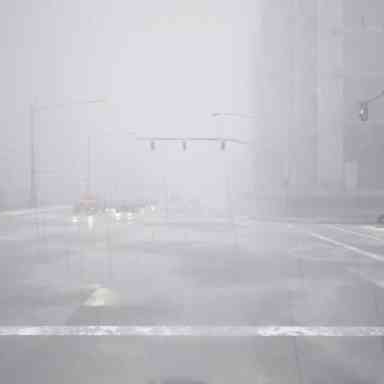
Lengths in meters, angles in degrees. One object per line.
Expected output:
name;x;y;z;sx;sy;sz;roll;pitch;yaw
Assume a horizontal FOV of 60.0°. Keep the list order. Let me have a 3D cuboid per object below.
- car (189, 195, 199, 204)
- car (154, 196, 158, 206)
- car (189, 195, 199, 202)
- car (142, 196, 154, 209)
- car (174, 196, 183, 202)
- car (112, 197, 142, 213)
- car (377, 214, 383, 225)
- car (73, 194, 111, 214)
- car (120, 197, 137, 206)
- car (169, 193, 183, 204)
car;0.434;1.526;65.008;1.812;1.442;4.674;0;0;1
car;-6.870;1.492;56.687;2.128;1.511;4.902;0;0;1
car;0.512;1.524;75.182;2.128;1.511;4.902;0;0;1
car;-7.043;1.547;46.515;2.033;1.411;5.357;0;0;2
car;-2.985;1.511;75.533;1.895;1.301;4.718;0;0;1
car;-7.195;1.564;37.273;1.994;1.385;4.181;0;0;1
car;13.957;1.564;20.710;4.181;1.385;1.994;0;0;0
car;-10.725;1.222;35.334;2.150;2.045;5.566;0;0;1
car;-10.411;1.526;55.010;1.812;1.442;4.674;0;0;1
car;-3.160;1.222;64.890;2.150;2.045;5.566;0;0;1
